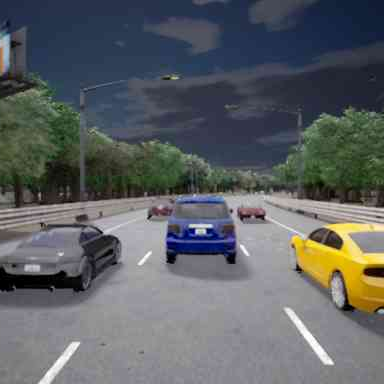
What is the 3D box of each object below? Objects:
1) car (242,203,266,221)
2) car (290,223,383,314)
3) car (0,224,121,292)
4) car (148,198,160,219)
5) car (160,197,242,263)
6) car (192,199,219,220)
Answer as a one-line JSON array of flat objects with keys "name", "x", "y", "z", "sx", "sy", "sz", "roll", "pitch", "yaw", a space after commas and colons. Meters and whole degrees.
[{"name": "car", "x": 4.584, "y": 1.523, "z": 26.372, "sx": 1.895, "sy": 1.301, "sz": 4.718, "roll": 0, "pitch": 0, "yaw": 4}, {"name": "car", "x": 3.715, "y": 1.455, "z": 7.680, "sx": 1.882, "sy": 1.535, "sz": 5.008, "roll": 0, "pitch": 0, "yaw": 1}, {"name": "car", "x": -3.255, "y": 1.532, "z": 8.893, "sx": 1.994, "sy": 1.385, "sz": 4.181, "roll": 0, "pitch": 0, "yaw": 1}, {"name": "car", "x": -2.313, "y": 1.263, "z": 27.939, "sx": 2.097, "sy": 1.767, "sz": 4.553, "roll": 0, "pitch": 0, "yaw": 4}, {"name": "car", "x": 0.340, "y": 1.183, "z": 11.977, "sx": 2.150, "sy": 2.045, "sz": 5.566, "roll": 0, "pitch": 0, "yaw": 2}, {"name": "car", "x": 1.202, "y": 1.405, "z": 28.055, "sx": 2.128, "sy": 1.511, "sz": 4.902, "roll": 0, "pitch": 0, "yaw": 4}]
